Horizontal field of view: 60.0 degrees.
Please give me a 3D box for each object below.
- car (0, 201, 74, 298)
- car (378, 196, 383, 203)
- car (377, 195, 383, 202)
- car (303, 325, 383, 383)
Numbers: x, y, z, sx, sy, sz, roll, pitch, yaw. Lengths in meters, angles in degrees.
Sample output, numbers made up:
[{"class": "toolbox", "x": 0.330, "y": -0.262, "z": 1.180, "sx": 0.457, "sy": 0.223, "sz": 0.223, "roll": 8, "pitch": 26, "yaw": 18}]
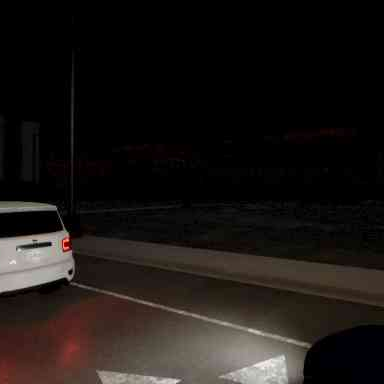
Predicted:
[{"class": "car", "x": -5.028, "y": 1.220, "z": 7.571, "sx": 5.566, "sy": 2.045, "sz": 2.150, "roll": 0, "pitch": 0, "yaw": 35}, {"class": "car", "x": 39.916, "y": 1.527, "z": 67.905, "sx": 2.038, "sy": 1.542, "sz": 4.974, "roll": 1, "pitch": 1, "yaw": 6}, {"class": "car", "x": 39.923, "y": 1.369, "z": 67.954, "sx": 1.853, "sy": 1.218, "sz": 4.536, "roll": 1, "pitch": 1, "yaw": 6}, {"class": "car", "x": 3.010, "y": 1.516, "z": 1.840, "sx": 4.674, "sy": 1.442, "sz": 1.812, "roll": 0, "pitch": 0, "yaw": 35}]
